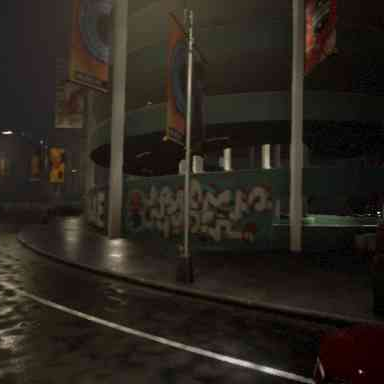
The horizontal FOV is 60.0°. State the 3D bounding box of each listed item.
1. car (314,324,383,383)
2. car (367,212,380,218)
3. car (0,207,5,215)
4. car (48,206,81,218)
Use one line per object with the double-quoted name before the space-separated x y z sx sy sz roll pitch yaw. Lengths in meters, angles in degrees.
"car" 3.460 1.716 2.636 4.674 1.442 1.812 1 -2 23
"car" 25.499 3.433 43.826 4.674 1.452 2.002 1 -2 19
"car" -26.839 2.359 43.841 1.994 1.385 4.181 1 -2 14
"car" -16.072 2.484 42.325 1.882 1.535 5.008 1 -2 14
